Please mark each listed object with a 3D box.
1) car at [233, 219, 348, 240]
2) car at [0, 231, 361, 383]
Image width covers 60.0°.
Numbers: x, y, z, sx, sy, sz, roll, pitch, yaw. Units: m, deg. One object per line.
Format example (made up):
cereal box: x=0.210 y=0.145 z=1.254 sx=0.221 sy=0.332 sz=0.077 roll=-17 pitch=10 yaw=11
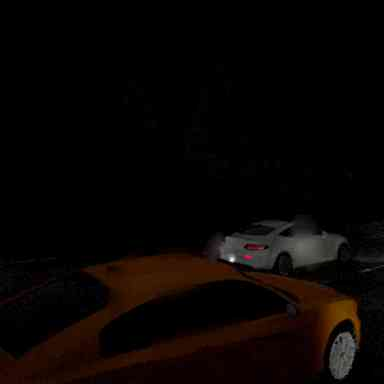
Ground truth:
car: x=2.932 y=1.545 z=10.143 sx=4.674 sy=1.442 sz=1.812 roll=0 pitch=0 yaw=-36
car: x=-0.090 y=1.482 z=3.681 sx=5.008 sy=1.535 sz=1.882 roll=0 pitch=0 yaw=-36
